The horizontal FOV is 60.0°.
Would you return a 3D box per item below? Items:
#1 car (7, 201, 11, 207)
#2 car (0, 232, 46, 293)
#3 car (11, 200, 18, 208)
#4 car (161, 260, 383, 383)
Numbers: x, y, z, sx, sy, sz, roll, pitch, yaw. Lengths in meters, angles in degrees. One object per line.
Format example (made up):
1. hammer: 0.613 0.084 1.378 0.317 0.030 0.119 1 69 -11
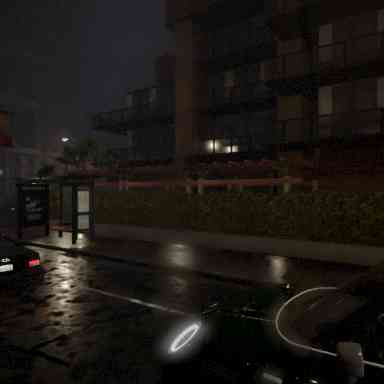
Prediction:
1. car: -24.521 1.477 49.072 1.882 1.535 5.008 0 0 35
2. car: -5.701 1.547 8.018 5.357 1.411 2.033 0 0 36
3. car: -22.024 1.505 46.529 1.837 1.490 4.892 0 0 36
4. car: 1.914 1.352 2.639 4.553 1.767 2.097 0 0 35
